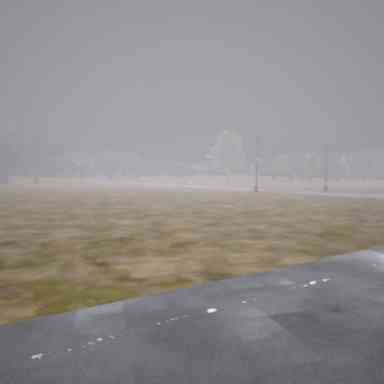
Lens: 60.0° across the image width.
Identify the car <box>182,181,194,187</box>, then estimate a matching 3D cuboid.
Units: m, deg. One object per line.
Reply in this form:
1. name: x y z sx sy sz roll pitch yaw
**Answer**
1. car: -0.813 -2.304 94.927 2.128 1.511 4.902 -1 3 -30
